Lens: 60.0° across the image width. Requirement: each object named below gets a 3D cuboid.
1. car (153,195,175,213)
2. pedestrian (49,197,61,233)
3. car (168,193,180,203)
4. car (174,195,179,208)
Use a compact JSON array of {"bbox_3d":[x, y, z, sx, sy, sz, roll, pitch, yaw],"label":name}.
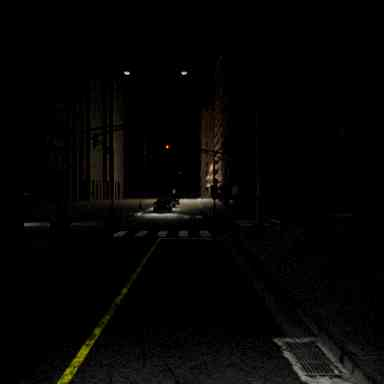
[{"bbox_3d":[-3.269,1.472,37.793,1.882,1.535,5.008,0,0,0],"label":"car"},{"bbox_3d":[-6.836,1.138,16.550,0.375,1.860,0.375,0,0,0],"label":"pedestrian"},{"bbox_3d":[-3.348,1.212,58.467,2.150,2.045,5.566,0,0,0],"label":"car"},{"bbox_3d":[-3.314,1.518,47.756,1.812,1.442,4.674,0,0,0],"label":"car"}]
